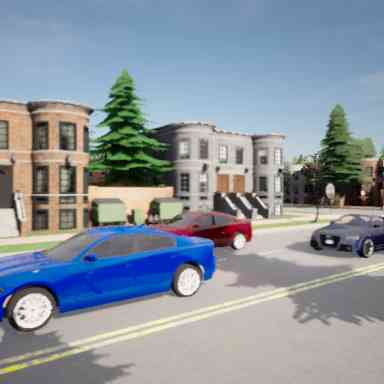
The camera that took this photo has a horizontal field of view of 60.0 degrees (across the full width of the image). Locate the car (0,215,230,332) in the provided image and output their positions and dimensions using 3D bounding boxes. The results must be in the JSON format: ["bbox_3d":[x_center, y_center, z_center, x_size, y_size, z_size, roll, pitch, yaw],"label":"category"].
[{"bbox_3d":[-1.773,1.479,7.021,5.008,1.535,1.882,0,0,-35],"label":"car"}]

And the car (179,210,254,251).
[{"bbox_3d":[0.135,1.480,12.674,5.008,1.535,1.882,0,0,-35],"label":"car"}]

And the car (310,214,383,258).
[{"bbox_3d":[6.467,1.568,12.868,4.181,1.385,1.994,0,0,-35],"label":"car"}]
